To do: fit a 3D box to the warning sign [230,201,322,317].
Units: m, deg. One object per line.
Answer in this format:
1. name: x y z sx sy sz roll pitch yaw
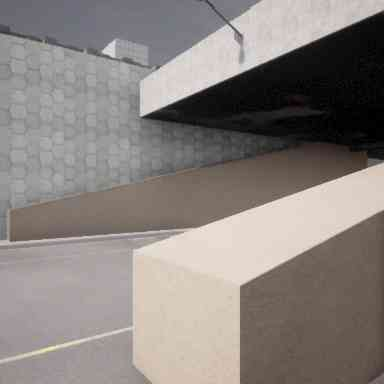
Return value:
1. warning sign: 1.550 1.114 6.265 1.060 1.860 1.300 0 0 -35
